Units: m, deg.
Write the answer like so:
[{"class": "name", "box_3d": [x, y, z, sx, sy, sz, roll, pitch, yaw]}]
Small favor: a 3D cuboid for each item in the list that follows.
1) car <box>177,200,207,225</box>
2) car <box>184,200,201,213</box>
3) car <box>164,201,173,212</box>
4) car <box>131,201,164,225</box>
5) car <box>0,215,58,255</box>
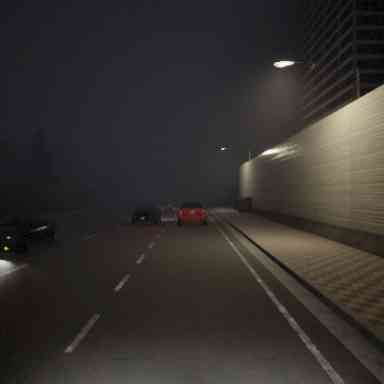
[{"class": "car", "box_3d": [0.028, 1.453, 24.949, 2.097, 1.767, 4.553, 0, 0, 0]}, {"class": "car", "box_3d": [0.067, 1.710, 40.550, 2.033, 1.411, 5.357, 0, 0, 0]}, {"class": "car", "box_3d": [-3.427, 1.769, 41.843, 1.895, 1.301, 4.718, 0, 0, 0]}, {"class": "car", "box_3d": [-3.397, 1.627, 25.110, 1.812, 1.442, 4.674, 0, 0, 0]}, {"class": "car", "box_3d": [-7.047, 1.619, 13.350, 1.994, 1.385, 4.181, 0, 0, 0]}]
